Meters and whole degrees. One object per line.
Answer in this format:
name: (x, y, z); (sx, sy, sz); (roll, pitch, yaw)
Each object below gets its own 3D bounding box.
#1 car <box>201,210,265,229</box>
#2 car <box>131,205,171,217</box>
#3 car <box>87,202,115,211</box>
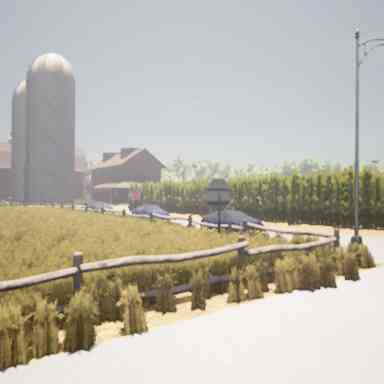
car: (2.322, 1.776, 19.771); (1.994, 1.385, 4.181); (1, -1, -36)
car: (-3.507, 1.791, 27.920); (1.812, 1.442, 4.674); (1, -1, -35)
car: (-10.493, 1.828, 37.752); (2.033, 1.411, 5.357); (1, 0, -35)
